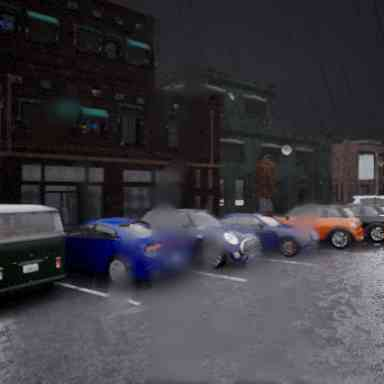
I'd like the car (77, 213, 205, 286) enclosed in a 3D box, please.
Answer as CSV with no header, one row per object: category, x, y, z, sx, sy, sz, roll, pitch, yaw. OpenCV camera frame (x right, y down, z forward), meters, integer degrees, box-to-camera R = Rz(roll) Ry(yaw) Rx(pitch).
car,-2.398,1.483,9.425,5.008,1.535,2.097,-1,-1,35

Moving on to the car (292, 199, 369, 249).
car,4.970,1.351,14.628,4.553,1.767,2.185,-1,-1,35

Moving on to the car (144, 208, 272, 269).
car,0.026,1.356,11.199,4.553,1.767,2.185,-1,-1,35

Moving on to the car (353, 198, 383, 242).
car,7.419,1.350,16.364,4.553,1.767,2.185,-1,-1,35

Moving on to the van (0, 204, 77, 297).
van,-4.948,1.262,7.756,4.442,1.987,1.878,-1,-1,34

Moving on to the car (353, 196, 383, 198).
car,12.321,1.226,19.848,5.566,2.045,2.435,-1,-1,35

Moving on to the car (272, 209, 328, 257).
car,2.498,1.519,12.914,4.674,1.452,2.002,-1,-1,35
